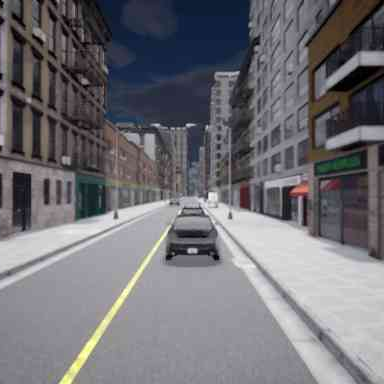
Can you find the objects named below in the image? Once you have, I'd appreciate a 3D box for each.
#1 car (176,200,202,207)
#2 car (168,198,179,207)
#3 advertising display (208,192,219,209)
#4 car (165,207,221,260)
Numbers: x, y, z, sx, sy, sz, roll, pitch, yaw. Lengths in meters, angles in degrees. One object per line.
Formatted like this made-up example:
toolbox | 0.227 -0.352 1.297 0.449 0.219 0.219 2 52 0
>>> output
car | 0.043 1.617 27.646 2.128 1.511 4.902 0 0 1
car | -3.053 1.810 58.355 1.837 1.490 4.892 0 0 1
advertising display | 3.126 1.271 48.840 1.540 2.440 0.280 0 -1 0
car | 0.044 1.560 12.685 1.837 1.490 4.892 0 0 1
